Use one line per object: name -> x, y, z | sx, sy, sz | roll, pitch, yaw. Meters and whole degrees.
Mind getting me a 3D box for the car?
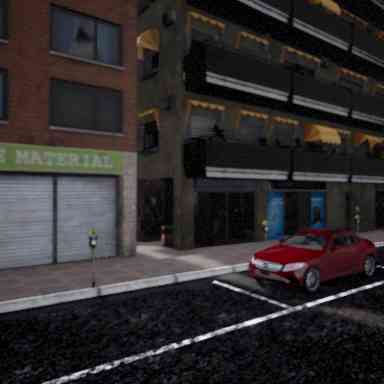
car -> 3.410, 1.662, 8.994 | 4.206, 1.307, 1.802 | 1, -1, -35
